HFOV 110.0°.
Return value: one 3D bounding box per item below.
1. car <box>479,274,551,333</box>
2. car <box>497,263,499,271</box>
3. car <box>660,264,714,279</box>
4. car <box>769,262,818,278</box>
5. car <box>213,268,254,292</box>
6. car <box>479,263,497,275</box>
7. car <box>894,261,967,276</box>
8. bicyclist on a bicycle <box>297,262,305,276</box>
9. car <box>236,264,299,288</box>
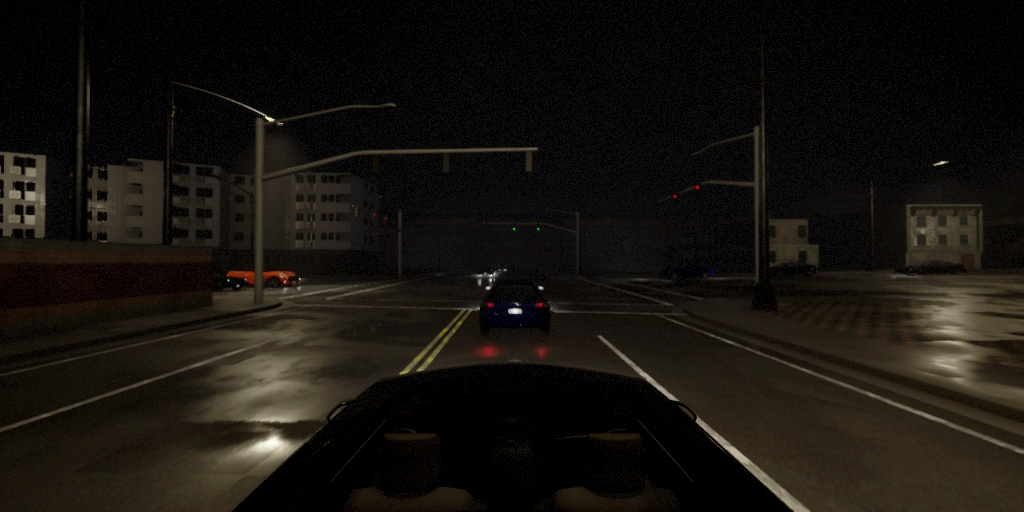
[{"bbox_3d":[0.084,1.435,11.316,1.994,1.385,4.181,0,-1,0],"label":"car"},{"bbox_3d":[-3.618,2.028,61.087,1.812,1.442,4.674,0,-1,0],"label":"car"},{"bbox_3d":[17.537,1.528,36.014,5.008,1.535,1.882,-1,-1,0],"label":"car"},{"bbox_3d":[27.617,1.390,35.837,4.902,1.511,2.128,-1,-1,1],"label":"car"},{"bbox_3d":[-19.869,1.624,23.177,4.718,1.301,1.895,0,-1,1],"label":"car"},{"bbox_3d":[-3.632,1.889,51.719,1.837,1.490,4.892,0,-1,0],"label":"car"},{"bbox_3d":[41.464,1.197,35.560,5.357,1.411,2.033,-1,-1,1],"label":"car"},{"bbox_3d":[-25.466,1.579,43.283,0.582,1.620,1.656,0,0,0],"label":"bicyclist on a bicycle"},{"bbox_3d":[-18.404,1.419,26.626,4.553,1.767,2.097,0,-1,0],"label":"car"}]
